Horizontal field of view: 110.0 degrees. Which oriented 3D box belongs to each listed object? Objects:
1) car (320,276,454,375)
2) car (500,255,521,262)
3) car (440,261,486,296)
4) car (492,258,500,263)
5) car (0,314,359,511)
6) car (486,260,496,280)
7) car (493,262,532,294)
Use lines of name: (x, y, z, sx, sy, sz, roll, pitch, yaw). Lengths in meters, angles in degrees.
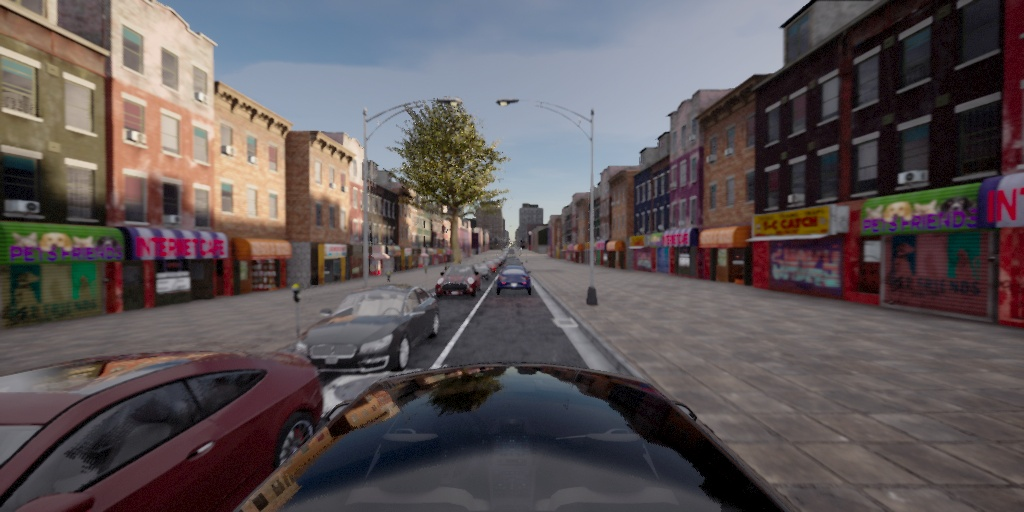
car: (-2.638, 1.297, 7.446, 2.007, 1.370, 4.403, 0, 0, 0)
car: (0.104, 1.006, 36.268, 2.097, 1.767, 4.553, 0, 0, 0)
car: (-2.636, 1.167, 18.517, 1.967, 1.591, 4.097, 0, 0, 0)
car: (-2.632, 1.174, 40.660, 1.888, 1.381, 4.507, 0, 0, 0)
car: (-2.639, 1.332, 1.913, 1.802, 1.307, 4.207, 0, 0, 0)
car: (-2.634, 1.239, 29.589, 2.007, 1.370, 4.403, 0, 0, 0)
car: (0.103, 1.250, 20.062, 1.812, 1.442, 4.674, 0, 0, 0)
